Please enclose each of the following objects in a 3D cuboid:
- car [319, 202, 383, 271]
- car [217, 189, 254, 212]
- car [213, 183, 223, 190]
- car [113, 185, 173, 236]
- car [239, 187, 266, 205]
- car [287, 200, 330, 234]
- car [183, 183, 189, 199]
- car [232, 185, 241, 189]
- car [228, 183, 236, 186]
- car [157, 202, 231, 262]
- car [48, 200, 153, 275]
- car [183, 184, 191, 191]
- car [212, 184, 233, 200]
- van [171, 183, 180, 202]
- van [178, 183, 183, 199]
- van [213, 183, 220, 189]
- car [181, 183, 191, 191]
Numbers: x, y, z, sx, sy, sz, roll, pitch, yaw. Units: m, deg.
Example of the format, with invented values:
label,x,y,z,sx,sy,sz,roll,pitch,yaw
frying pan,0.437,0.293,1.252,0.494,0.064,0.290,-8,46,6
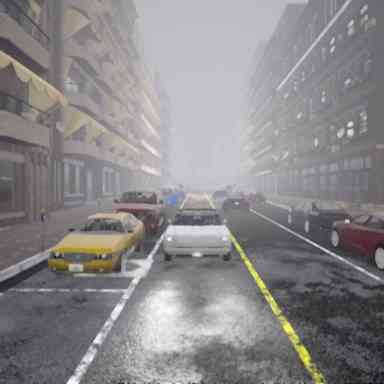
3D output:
label,x,y,z,sx,sy,sz,roll,pitch,yaw
car,5.482,1.216,9.394,1.887,1.381,4.507,1,2,1
car,3.206,0.690,25.422,1.994,1.385,4.181,0,2,1
car,6.678,-1.511,86.773,2.192,1.841,5.009,1,2,1
car,-2.302,0.790,15.102,2.192,1.841,5.009,2,2,1
car,5.833,0.469,31.503,1.887,1.381,4.507,1,2,1
car,5.570,1.033,14.922,2.008,1.369,4.403,1,2,1
car,-1.865,-0.130,42.734,2.192,1.841,5.009,1,2,1
car,5.920,0.287,37.029,1.887,1.381,4.507,1,2,1
car,6.018,0.002,42.553,1.967,1.590,4.097,1,2,1
car,0.170,1.225,10.750,1.895,1.301,4.718,0,2,1
car,-2.398,1.196,9.412,1.752,1.417,4.829,2,2,1
car,-1.259,-1.121,81.431,1.887,1.381,4.507,1,2,1
car,3.460,0.101,41.125,2.128,1.511,4.902,0,2,1
van,-2.128,0.442,26.154,1.690,1.788,3.998,2,2,1
van,-2.041,0.259,31.682,1.690,1.788,3.998,1,2,1
van,6.764,-1.650,92.303,1.690,1.788,3.998,1,2,1
car,-1.341,-1.182,75.896,2.192,1.841,5.009,1,2,1
